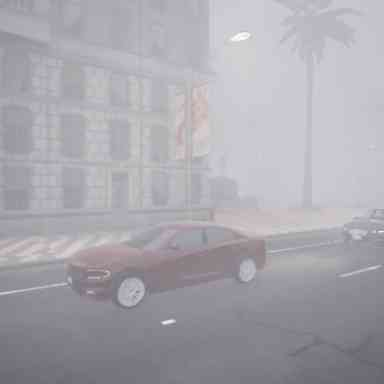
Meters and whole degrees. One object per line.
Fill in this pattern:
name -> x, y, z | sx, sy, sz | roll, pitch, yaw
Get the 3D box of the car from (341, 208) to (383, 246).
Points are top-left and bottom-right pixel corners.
car -> 8.286, 1.455, 14.085 | 4.902, 1.511, 2.128 | 0, 0, -35

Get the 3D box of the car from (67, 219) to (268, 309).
car -> -0.362, 1.464, 8.009 | 5.008, 1.535, 1.882 | 0, 0, -35
